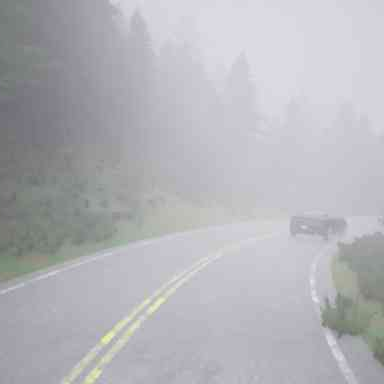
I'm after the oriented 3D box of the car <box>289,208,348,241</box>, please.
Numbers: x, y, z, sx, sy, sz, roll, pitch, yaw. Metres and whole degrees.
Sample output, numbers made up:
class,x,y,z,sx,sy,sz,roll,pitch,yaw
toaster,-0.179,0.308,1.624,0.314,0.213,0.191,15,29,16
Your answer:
class,x,y,z,sx,sy,sz,roll,pitch,yaw
car,7.059,1.662,18.288,1.882,1.535,5.008,4,1,38

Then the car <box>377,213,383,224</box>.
class,x,y,z,sx,sy,sz,roll,pitch,yaw
car,17.593,2.174,28.220,5.357,1.411,2.033,3,2,-40
